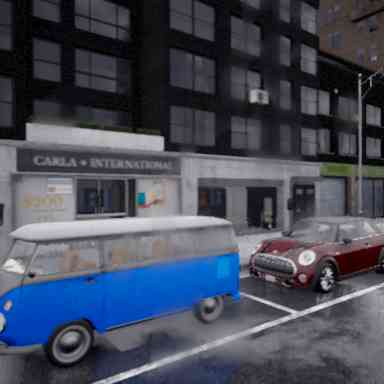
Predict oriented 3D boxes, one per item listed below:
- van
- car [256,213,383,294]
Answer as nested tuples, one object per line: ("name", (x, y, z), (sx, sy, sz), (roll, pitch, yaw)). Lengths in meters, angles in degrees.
("van", (-1.032, 1.327, 5.454), (3.998, 1.788, 1.690), (0, 0, -36))
("car", (3.374, 1.391, 8.598), (4.097, 1.590, 1.967), (0, 0, -36))
